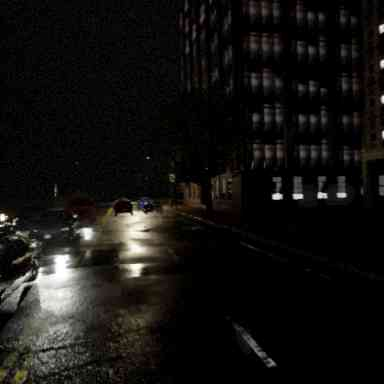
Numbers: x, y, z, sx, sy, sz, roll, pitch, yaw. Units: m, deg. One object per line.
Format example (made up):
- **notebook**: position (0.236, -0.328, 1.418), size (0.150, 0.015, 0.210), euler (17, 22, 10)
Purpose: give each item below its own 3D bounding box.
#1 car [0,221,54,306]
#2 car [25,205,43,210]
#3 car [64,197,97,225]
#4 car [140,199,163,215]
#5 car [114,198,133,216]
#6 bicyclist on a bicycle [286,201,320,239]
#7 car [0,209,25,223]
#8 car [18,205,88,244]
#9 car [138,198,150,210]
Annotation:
- **car**: position (-4.731, 1.673, 7.330), size (2.033, 1.411, 5.357), euler (-1, 0, -12)
- **car**: position (-11.941, 1.805, 25.448), size (1.882, 1.535, 5.008), euler (-1, 0, -12)
- **car**: position (-8.911, 1.481, 26.780), size (2.150, 2.045, 5.566), euler (-1, 0, -12)
- **car**: position (-4.417, 1.773, 37.249), size (1.895, 1.301, 4.718), euler (-1, 0, -12)
- **car**: position (-7.487, 1.721, 36.530), size (1.882, 1.535, 5.008), euler (-1, 0, -12)
- **bicyclist on a bicycle**: position (4.833, 1.215, 14.460), size (1.656, 1.620, 0.582), euler (-2, 0, -12)
- **car**: position (-9.846, 1.752, 15.661), size (2.128, 1.511, 4.902), euler (-1, 0, -12)
- **car**: position (-6.777, 1.682, 16.834), size (2.128, 1.511, 4.902), euler (-1, 0, -12)
- **car**: position (-6.736, 1.596, 48.059), size (2.097, 1.767, 4.553), euler (-1, 0, -12)
